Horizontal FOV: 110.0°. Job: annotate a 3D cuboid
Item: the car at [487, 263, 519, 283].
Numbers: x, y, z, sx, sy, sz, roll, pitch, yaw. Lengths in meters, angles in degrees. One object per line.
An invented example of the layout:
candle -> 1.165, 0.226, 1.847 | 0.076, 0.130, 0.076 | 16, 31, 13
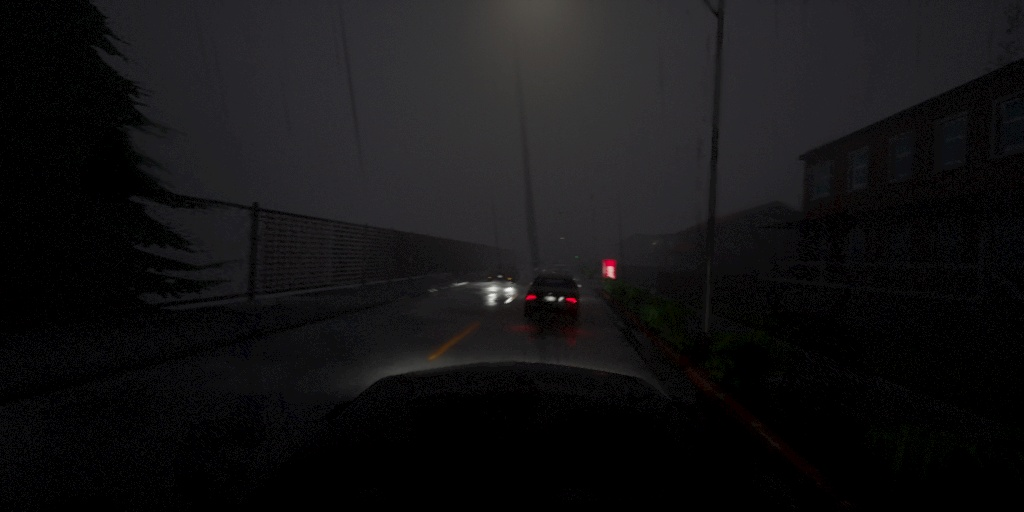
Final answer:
car -> -0.571, 1.272, 27.468 | 1.994, 1.385, 4.181 | 3, 0, 8

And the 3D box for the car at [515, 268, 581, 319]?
car -> 1.548, 1.358, 13.293 | 2.033, 1.411, 5.357 | 3, 0, 9

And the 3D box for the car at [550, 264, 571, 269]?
car -> 4.226, 1.446, 31.339 | 1.812, 1.442, 4.674 | 3, 0, 8

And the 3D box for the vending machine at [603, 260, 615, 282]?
vending machine -> 8.418, 1.303, 31.135 | 1.100, 2.100, 0.880 | 0, 0, 8
